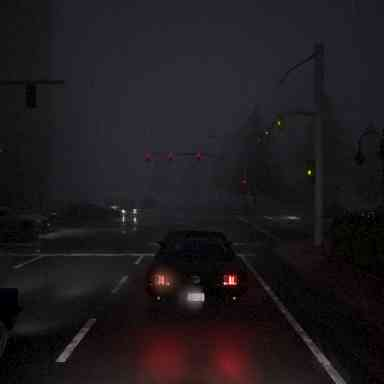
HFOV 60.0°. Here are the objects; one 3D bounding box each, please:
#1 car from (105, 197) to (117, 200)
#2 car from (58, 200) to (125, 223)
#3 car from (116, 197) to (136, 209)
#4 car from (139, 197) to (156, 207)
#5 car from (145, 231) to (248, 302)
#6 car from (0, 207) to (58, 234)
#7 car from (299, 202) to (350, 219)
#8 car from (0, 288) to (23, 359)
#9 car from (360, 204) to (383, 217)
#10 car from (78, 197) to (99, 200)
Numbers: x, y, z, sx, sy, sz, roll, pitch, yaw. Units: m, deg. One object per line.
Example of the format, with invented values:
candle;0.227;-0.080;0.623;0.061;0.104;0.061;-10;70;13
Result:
car;-12.641;1.478;54.092;1.882;1.535;5.008;0;0;-31
car;-8.312;1.584;25.719;5.357;1.411;2.033;0;0;-38
car;-8.889;1.526;45.539;1.812;1.442;4.674;0;0;-18
car;-6.807;1.505;50.678;1.837;1.490;4.892;1;0;-22
car;0.091;1.601;8.193;1.895;1.301;4.718;0;0;0
car;-10.525;1.576;19.020;4.674;1.442;1.812;0;0;0
car;11.725;1.619;29.563;4.181;1.385;1.994;0;0;1
car;-3.429;1.601;2.769;1.895;1.301;4.718;0;0;0
car;15.763;1.560;26.021;4.892;1.490;1.837;0;0;0
car;-19.528;1.601;62.851;4.718;1.301;1.895;0;0;44
